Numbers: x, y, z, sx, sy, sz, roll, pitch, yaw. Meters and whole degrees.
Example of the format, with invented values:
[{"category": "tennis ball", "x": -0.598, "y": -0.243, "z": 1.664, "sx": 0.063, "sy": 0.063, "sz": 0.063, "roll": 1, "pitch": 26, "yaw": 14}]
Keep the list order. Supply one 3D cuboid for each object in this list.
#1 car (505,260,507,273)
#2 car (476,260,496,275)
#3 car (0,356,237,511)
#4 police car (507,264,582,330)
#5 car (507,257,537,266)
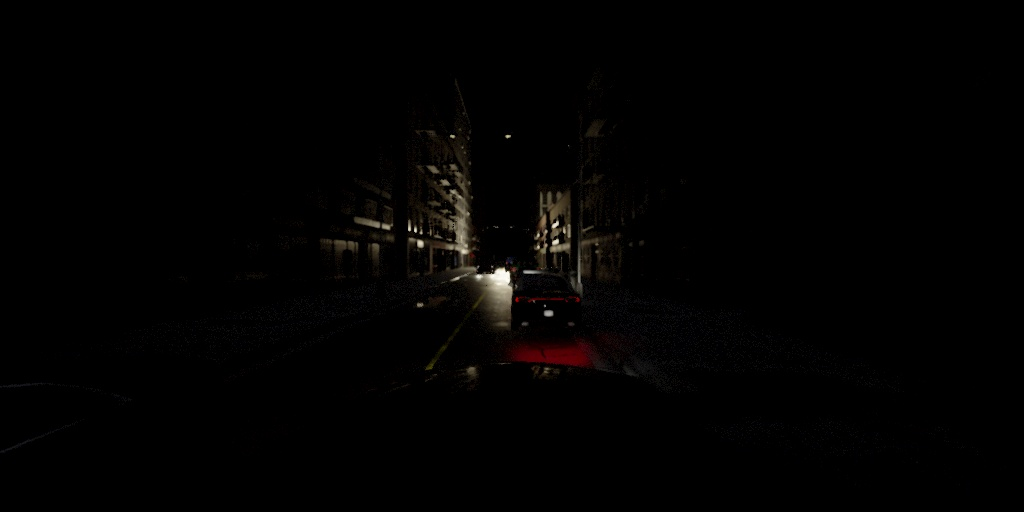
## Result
[{"category": "car", "x": 0.007, "y": 1.589, "z": 48.761, "sx": 1.895, "sy": 1.301, "sz": 4.718, "roll": 0, "pitch": 0, "yaw": 0}, {"category": "car", "x": -3.101, "y": 1.302, "z": 43.277, "sx": 2.097, "sy": 1.767, "sz": 4.553, "roll": 0, "pitch": 0, "yaw": 0}, {"category": "car", "x": -3.101, "y": 1.238, "z": 0.774, "sx": 2.128, "sy": 1.511, "sz": 4.902, "roll": 0, "pitch": 0, "yaw": 0}, {"category": "police car", "x": 0.898, "y": 1.209, "z": 11.373, "sx": 1.930, "sy": 1.638, "sz": 5.238, "roll": 0, "pitch": 0, "yaw": 0}, {"category": "car", "x": 0.896, "y": 1.079, "z": 27.295, "sx": 2.150, "sy": 2.045, "sz": 5.566, "roll": 0, "pitch": 0, "yaw": 0}]
